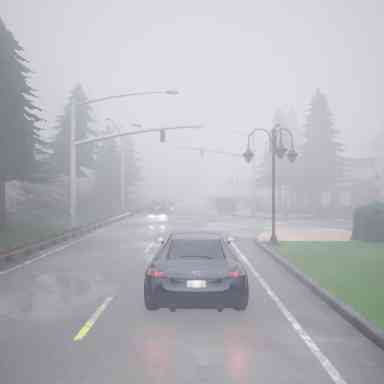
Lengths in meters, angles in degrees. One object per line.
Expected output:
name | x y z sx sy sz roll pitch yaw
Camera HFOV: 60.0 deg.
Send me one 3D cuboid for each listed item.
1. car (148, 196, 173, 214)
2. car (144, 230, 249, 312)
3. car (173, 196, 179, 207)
car | -3.558 1.491 35.842 2.128 1.511 4.902 0 0 0
car | 0.086 1.564 7.782 1.994 1.385 4.181 0 0 0
car | -3.538 1.547 50.695 2.033 1.411 5.357 0 0 0
